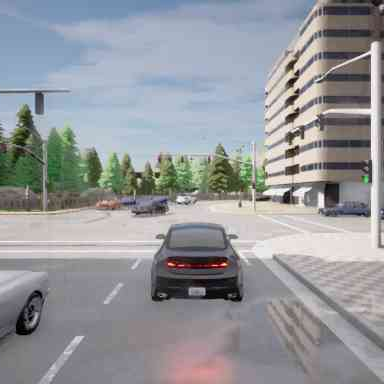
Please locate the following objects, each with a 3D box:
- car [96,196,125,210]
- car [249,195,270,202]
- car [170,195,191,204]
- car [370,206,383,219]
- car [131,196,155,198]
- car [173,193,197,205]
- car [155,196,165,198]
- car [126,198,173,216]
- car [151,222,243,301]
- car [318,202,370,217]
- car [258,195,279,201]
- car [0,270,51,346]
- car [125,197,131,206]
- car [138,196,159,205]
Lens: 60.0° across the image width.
[{"bbox_3d":[-10.396,1.352,41.818,2.097,1.767,4.553,0,0,2],"label":"car"},{"bbox_3d":[15.199,1.595,74.726,4.718,1.301,1.895,0,0,-33],"label":"car"},{"bbox_3d":[-2.197,1.478,65.331,1.882,1.535,5.008,0,0,28],"label":"car"},{"bbox_3d":[17.703,1.581,27.439,4.674,1.442,1.812,0,0,0],"label":"car"},{"bbox_3d":[-6.739,1.564,46.042,1.994,1.385,4.181,0,0,0],"label":"car"},{"bbox_3d":[-0.890,1.221,59.430,2.150,2.045,5.566,0,0,19],"label":"car"},{"bbox_3d":[-5.630,1.478,55.848,1.882,1.535,5.008,0,0,14],"label":"car"},{"bbox_3d":[-4.075,1.576,32.874,2.033,1.411,5.357,0,0,19],"label":"car"},{"bbox_3d":[0.117,1.505,8.282,1.837,1.490,4.892,0,0,1],"label":"car"},{"bbox_3d":[14.607,1.603,30.949,5.357,1.411,2.033,0,0,0],"label":"car"},{"bbox_3d":[18.524,1.478,80.512,5.008,1.535,1.882,0,0,-22],"label":"car"},{"bbox_3d":[-3.426,1.601,3.762,1.895,1.301,4.718,0,0,0],"label":"car"},{"bbox_3d":[-9.864,1.478,51.029,1.882,1.535,5.008,0,0,7],"label":"car"},{"bbox_3d":[-7.821,1.505,60.748,1.837,1.490,4.892,0,0,19],"label":"car"}]
